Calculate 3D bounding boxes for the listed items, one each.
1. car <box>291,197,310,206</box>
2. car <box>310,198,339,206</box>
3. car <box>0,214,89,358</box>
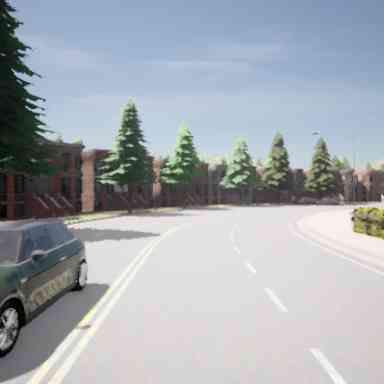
[{"bbox_3d":[19.553,1.615,57.079,5.357,1.411,2.033,0,0,-29],"label":"car"},{"bbox_3d":[21.996,1.627,54.257,4.181,1.385,1.994,0,0,-28],"label":"car"},{"bbox_3d":[-3.521,1.360,5.979,2.097,1.767,4.553,0,0,1],"label":"car"}]
